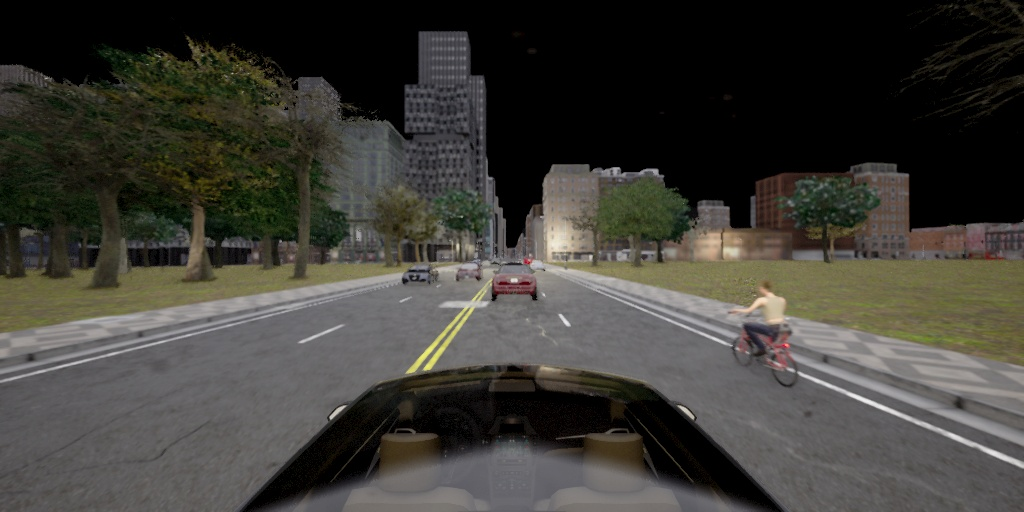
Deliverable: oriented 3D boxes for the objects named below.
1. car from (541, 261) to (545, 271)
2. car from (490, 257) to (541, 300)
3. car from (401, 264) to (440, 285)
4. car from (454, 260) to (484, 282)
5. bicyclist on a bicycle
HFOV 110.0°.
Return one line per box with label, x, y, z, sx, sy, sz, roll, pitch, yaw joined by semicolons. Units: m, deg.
car;3.357;1.288;48.345;1.812;1.442;4.674;0;0;0
car;0.103;1.099;17.917;2.097;1.767;4.553;0;0;0
car;-6.591;1.311;26.200;1.994;1.385;4.181;0;0;0
car;-3.340;1.273;28.823;1.812;1.442;4.674;0;0;0
bicyclist on a bicycle;4.144;1.185;5.956;0.866;1.612;1.509;0;1;-1
